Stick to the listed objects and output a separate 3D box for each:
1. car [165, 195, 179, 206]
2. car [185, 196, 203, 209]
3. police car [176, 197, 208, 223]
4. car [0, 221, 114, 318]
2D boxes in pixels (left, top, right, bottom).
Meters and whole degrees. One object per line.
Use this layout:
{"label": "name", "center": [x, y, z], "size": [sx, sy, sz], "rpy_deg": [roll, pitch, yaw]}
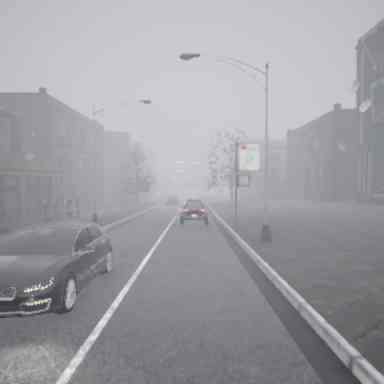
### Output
{"label": "car", "center": [-2.873, 1.282, 50.065], "size": [1.837, 1.490, 4.892], "rpy_deg": [0, 1, 1]}
{"label": "car", "center": [0.258, 1.318, 42.615], "size": [2.163, 1.488, 4.792], "rpy_deg": [0, 0, 0]}
{"label": "police car", "center": [0.163, 1.408, 24.476], "size": [2.038, 1.542, 4.974], "rpy_deg": [0, 0, 0]}
{"label": "car", "center": [-3.146, 1.489, 7.660], "size": [1.837, 1.490, 4.892], "rpy_deg": [0, 0, 0]}
